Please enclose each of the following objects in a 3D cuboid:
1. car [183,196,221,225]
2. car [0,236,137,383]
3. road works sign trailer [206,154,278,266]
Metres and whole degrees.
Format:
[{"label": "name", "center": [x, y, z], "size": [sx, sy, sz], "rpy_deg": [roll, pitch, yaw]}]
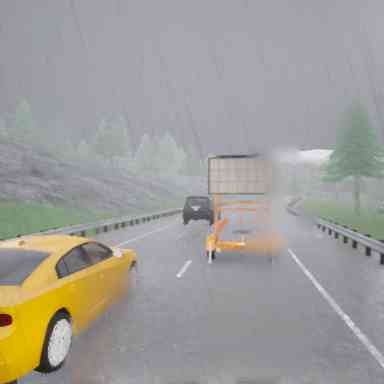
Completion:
[{"label": "car", "center": [0.833, 1.282, 25.023], "size": [2.150, 2.045, 5.566], "rpy_deg": [0, 0, 12]}, {"label": "car", "center": [-2.415, 1.494, 5.773], "size": [1.882, 1.535, 5.008], "rpy_deg": [0, 0, 8]}, {"label": "road works sign trailer", "center": [1.799, 0.492, 11.841], "size": [2.380, 3.560, 2.880], "rpy_deg": [0, 0, 10]}]
